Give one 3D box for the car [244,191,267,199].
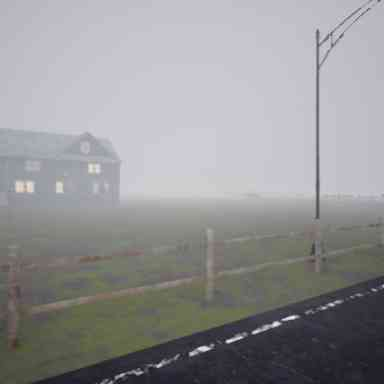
[{"bbox_3d":[12.410,0.655,65.150,2.128,1.511,4.902,0,1,-35],"label":"car"}]
